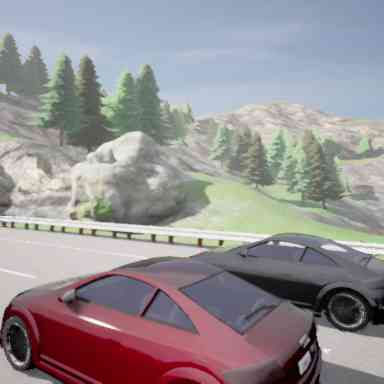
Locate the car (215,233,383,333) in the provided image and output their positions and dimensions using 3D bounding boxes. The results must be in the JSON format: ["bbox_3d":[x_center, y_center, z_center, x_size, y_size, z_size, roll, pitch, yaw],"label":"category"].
[{"bbox_3d":[1.816,1.549,6.834,4.181,1.385,1.994,0,0,34],"label":"car"}]

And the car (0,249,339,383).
[{"bbox_3d":[-0.596,1.556,4.248,4.181,1.385,1.994,0,0,34],"label":"car"}]
